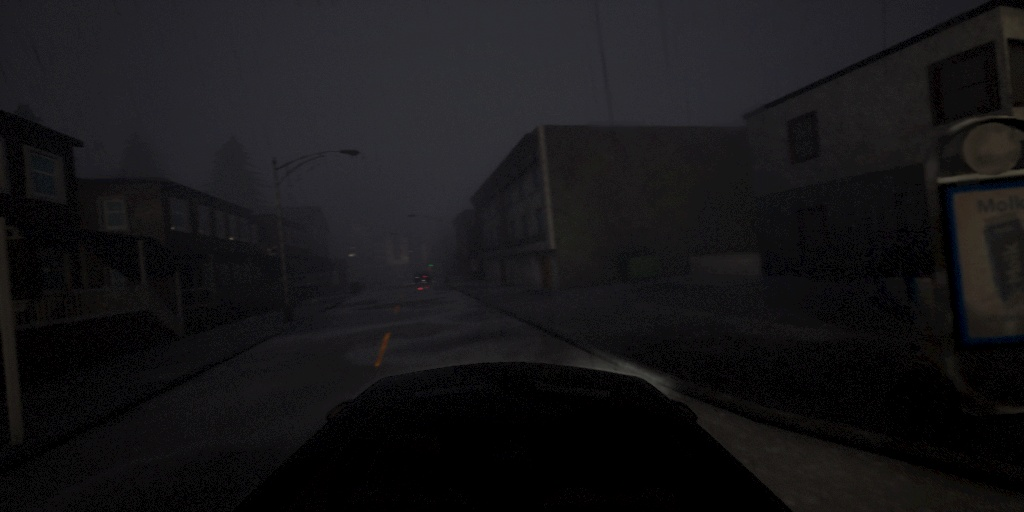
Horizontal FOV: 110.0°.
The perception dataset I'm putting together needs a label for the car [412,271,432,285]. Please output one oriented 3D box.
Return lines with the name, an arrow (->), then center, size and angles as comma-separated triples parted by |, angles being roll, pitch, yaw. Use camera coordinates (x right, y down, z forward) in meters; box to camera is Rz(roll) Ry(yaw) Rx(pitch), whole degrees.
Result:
car -> -10.557, 2.562, 42.338 | 1.837, 1.490, 4.892 | -5, 0, -16
